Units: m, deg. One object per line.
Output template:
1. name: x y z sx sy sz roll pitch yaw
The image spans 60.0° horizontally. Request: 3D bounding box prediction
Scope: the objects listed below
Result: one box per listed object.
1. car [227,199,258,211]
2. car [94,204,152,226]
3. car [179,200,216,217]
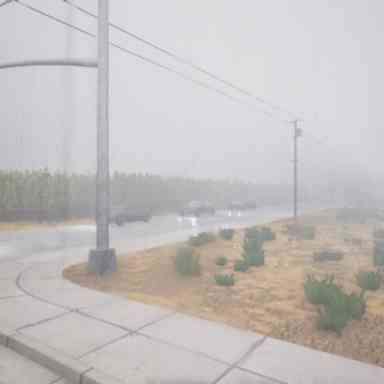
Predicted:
1. car: 6.240 1.509 40.282 2.033 1.411 5.357 0 0 33
2. car: -4.700 1.528 23.146 1.994 1.385 4.181 0 0 33
3. car: 0.637 1.489 31.485 1.812 1.442 4.674 0 0 32
